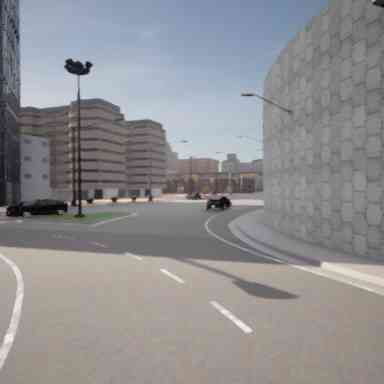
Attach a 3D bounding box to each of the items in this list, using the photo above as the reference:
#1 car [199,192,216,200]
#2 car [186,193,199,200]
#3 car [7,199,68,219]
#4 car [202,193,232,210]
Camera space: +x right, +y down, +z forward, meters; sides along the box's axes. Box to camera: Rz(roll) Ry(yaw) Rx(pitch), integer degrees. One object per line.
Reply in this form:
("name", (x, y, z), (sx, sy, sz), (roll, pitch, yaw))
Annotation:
("car", (3.660, 0.728, 66.769), (2.097, 1.767, 4.553), (0, 0, 22))
("car", (0.340, 0.894, 67.876), (1.837, 1.490, 4.892), (0, 1, 22))
("car", (-12.986, 1.347, 28.194), (1.882, 1.535, 5.008), (0, 0, 32))
("car", (2.998, 1.155, 36.200), (1.837, 1.490, 4.892), (-1, 0, 20))
